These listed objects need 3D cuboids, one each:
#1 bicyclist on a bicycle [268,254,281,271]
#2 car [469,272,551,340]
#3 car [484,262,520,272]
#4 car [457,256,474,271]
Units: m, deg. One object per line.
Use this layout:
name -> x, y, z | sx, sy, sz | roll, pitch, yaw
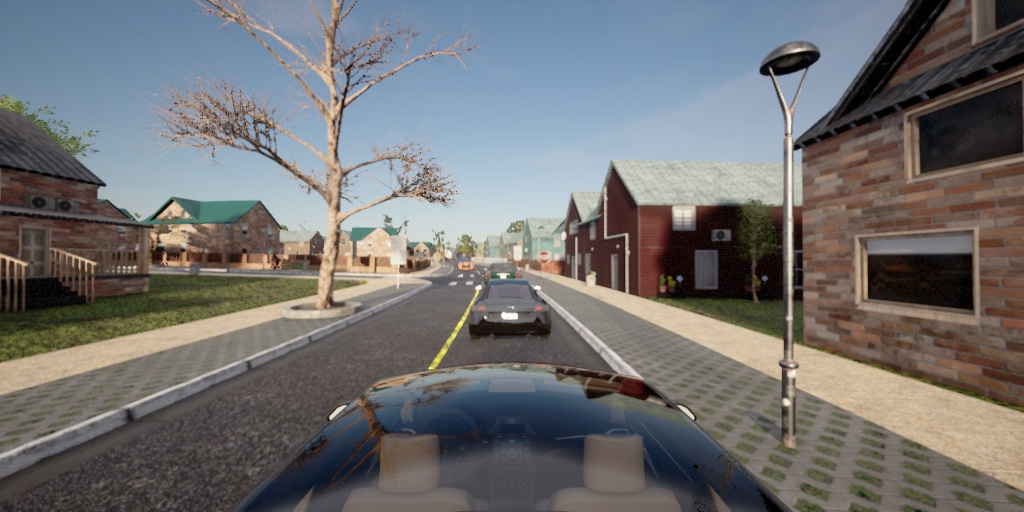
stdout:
bicyclist on a bicycle -> -22.872, 0.628, 34.621 | 0.582, 1.620, 1.656 | 1, 0, 6
car -> -0.093, 1.316, 10.021 | 1.994, 1.385, 4.181 | 0, 0, -2
car -> -0.579, 1.106, 20.903 | 2.097, 1.767, 4.553 | 0, 0, -3
car -> -6.192, 1.107, 48.318 | 2.097, 1.767, 4.553 | 0, 0, -8
